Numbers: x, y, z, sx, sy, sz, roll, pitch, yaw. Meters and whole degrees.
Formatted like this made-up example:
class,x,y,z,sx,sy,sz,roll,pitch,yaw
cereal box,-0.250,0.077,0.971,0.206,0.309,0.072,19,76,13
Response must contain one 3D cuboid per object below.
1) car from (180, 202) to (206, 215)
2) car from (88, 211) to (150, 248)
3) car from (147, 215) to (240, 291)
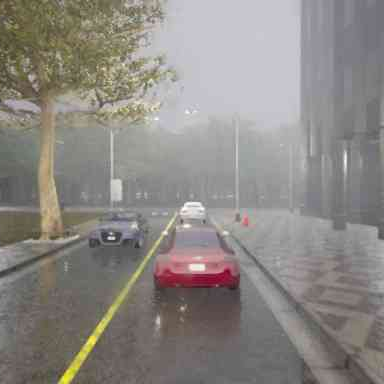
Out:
class,x,y,z,sx,sy,sz,roll,pitch,yaw
car,0.078,1.485,24.983,1.812,1.442,4.674,0,0,0
car,-3.017,1.541,14.455,1.994,1.385,4.181,0,0,0
car,0.098,1.550,9.007,1.994,1.385,4.181,0,0,0
